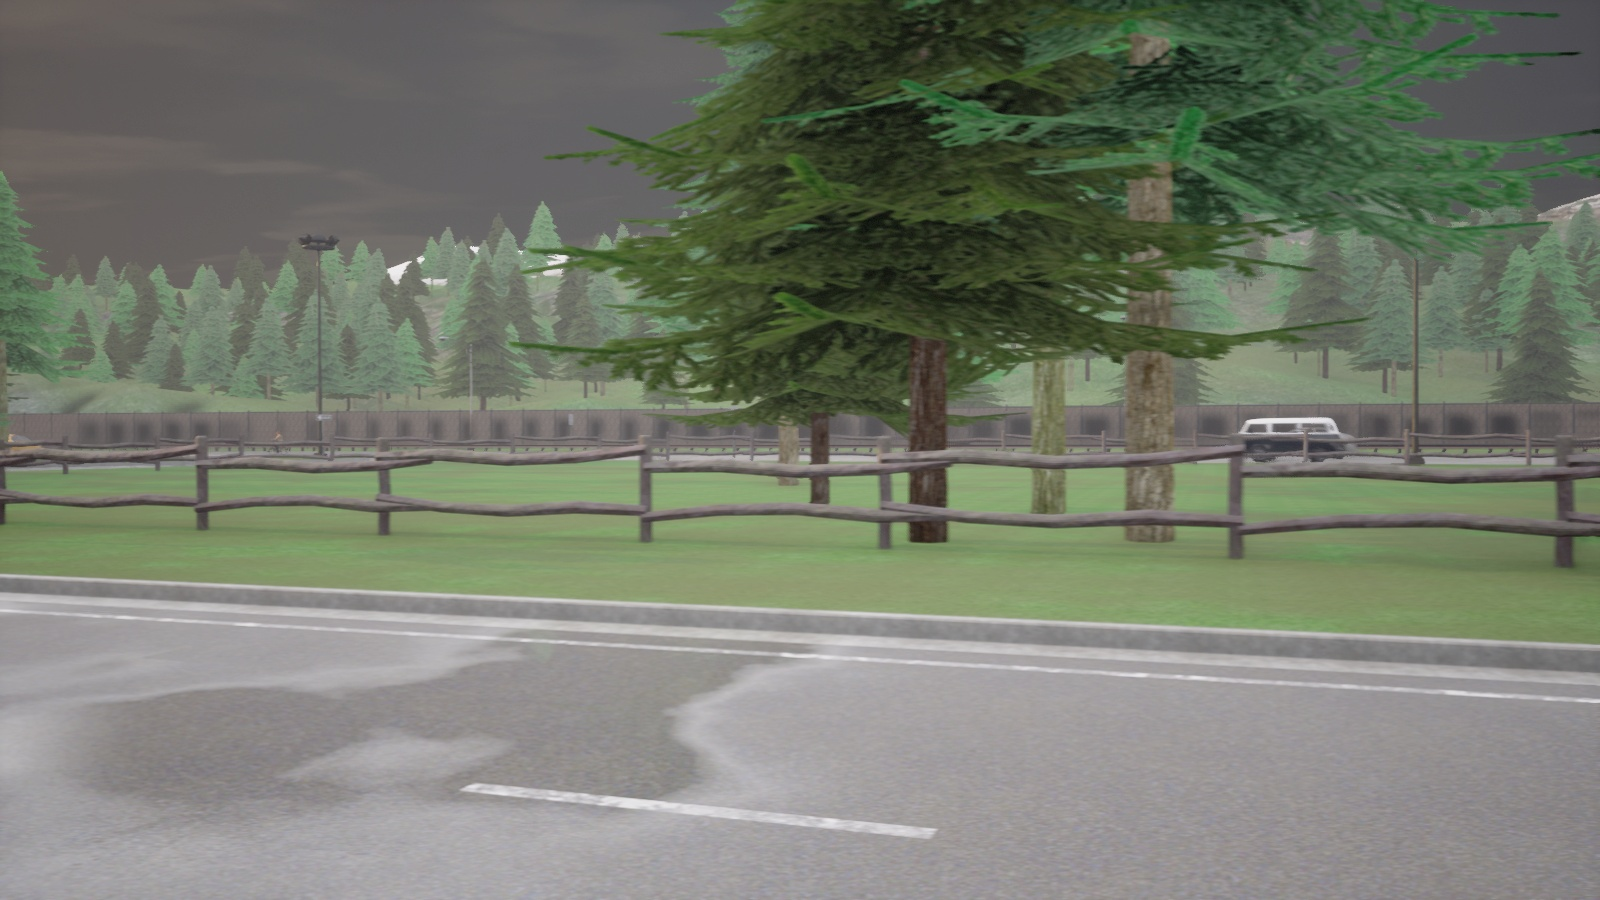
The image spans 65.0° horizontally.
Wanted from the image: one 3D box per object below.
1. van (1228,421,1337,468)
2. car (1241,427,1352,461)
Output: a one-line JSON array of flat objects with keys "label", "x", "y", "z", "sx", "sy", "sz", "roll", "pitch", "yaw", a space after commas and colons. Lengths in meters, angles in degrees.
[{"label": "van", "x": 21.649, "y": -0.272, "z": 56.567, "sx": 4.480, "sy": 2.038, "sz": 2.069, "roll": 1, "pitch": 1, "yaw": 18}, {"label": "car", "x": 24.793, "y": -0.309, "z": 62.898, "sx": 5.027, "sy": 1.651, "sz": 2.152, "roll": 1, "pitch": 1, "yaw": 18}]
